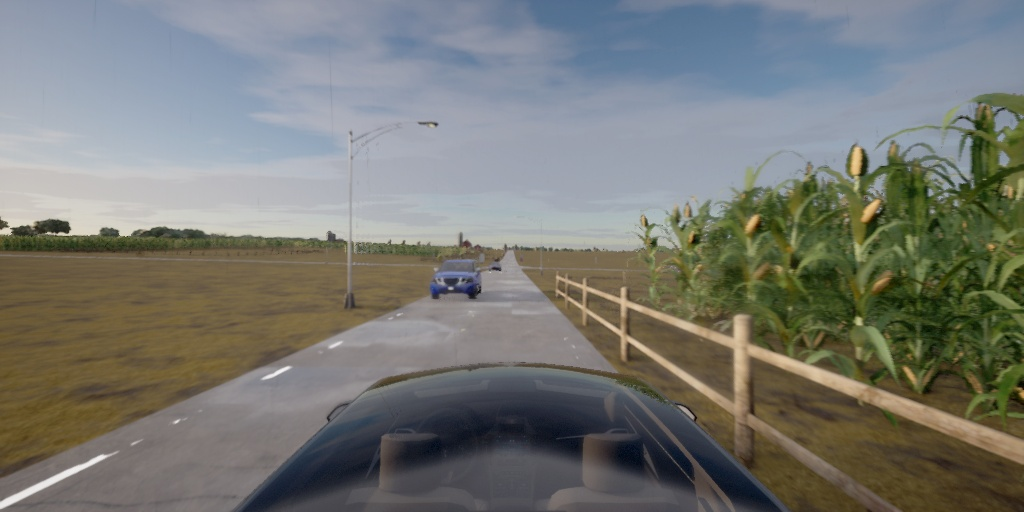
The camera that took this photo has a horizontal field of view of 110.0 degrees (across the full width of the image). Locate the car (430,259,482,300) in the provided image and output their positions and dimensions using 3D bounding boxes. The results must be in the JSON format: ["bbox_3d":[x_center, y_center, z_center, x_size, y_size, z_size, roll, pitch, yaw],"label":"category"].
[{"bbox_3d":[-2.854,1.190,19.517,2.150,2.045,5.566,0,-1,0],"label":"car"}]

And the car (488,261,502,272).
[{"bbox_3d":[-2.808,1.719,60.318,2.097,1.767,4.553,0,0,1],"label":"car"}]
